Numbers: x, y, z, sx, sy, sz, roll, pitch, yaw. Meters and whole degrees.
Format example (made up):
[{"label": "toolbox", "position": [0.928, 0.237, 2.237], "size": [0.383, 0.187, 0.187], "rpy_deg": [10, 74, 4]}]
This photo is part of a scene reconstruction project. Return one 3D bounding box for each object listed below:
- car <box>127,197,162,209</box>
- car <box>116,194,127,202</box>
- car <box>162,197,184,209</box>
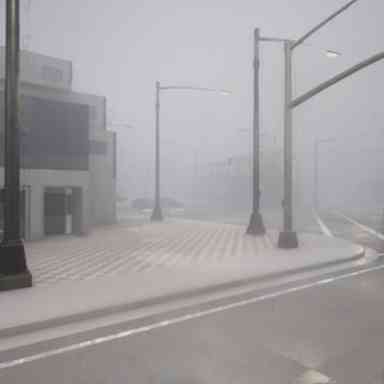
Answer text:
[{"label": "car", "position": [-5.964, 1.429, 41.773], "size": [1.994, 1.385, 4.181], "rpy_deg": [0, 1, -36]}, {"label": "car", "position": [-12.777, 1.054, 57.192], "size": [1.895, 1.301, 4.718], "rpy_deg": [0, 1, -36]}, {"label": "car", "position": [-3.207, 1.421, 43.928], "size": [2.033, 1.411, 5.357], "rpy_deg": [0, 1, -36]}]
